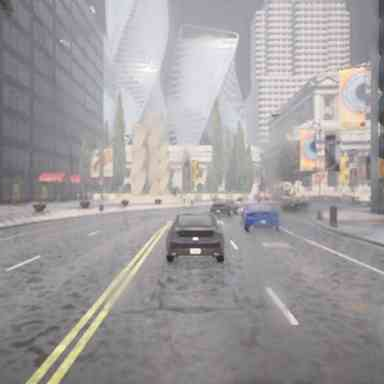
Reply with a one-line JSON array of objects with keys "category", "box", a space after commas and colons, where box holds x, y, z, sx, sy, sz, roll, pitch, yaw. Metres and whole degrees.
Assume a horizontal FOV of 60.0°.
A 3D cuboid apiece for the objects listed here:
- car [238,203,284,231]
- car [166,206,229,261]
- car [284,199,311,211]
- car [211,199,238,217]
[{"category": "car", "box": [4.013, 1.422, 20.063, 1.882, 1.535, 5.008, 0, 0, 5]}, {"category": "car", "box": [0.116, 1.471, 12.123, 1.837, 1.490, 4.892, 0, 0, 0]}, {"category": "car", "box": [12.235, 1.494, 38.953, 1.895, 1.301, 4.718, 0, 0, 41]}, {"category": "car", "box": [3.106, 1.421, 30.575, 1.837, 1.490, 4.892, -1, 0, 21]}]
